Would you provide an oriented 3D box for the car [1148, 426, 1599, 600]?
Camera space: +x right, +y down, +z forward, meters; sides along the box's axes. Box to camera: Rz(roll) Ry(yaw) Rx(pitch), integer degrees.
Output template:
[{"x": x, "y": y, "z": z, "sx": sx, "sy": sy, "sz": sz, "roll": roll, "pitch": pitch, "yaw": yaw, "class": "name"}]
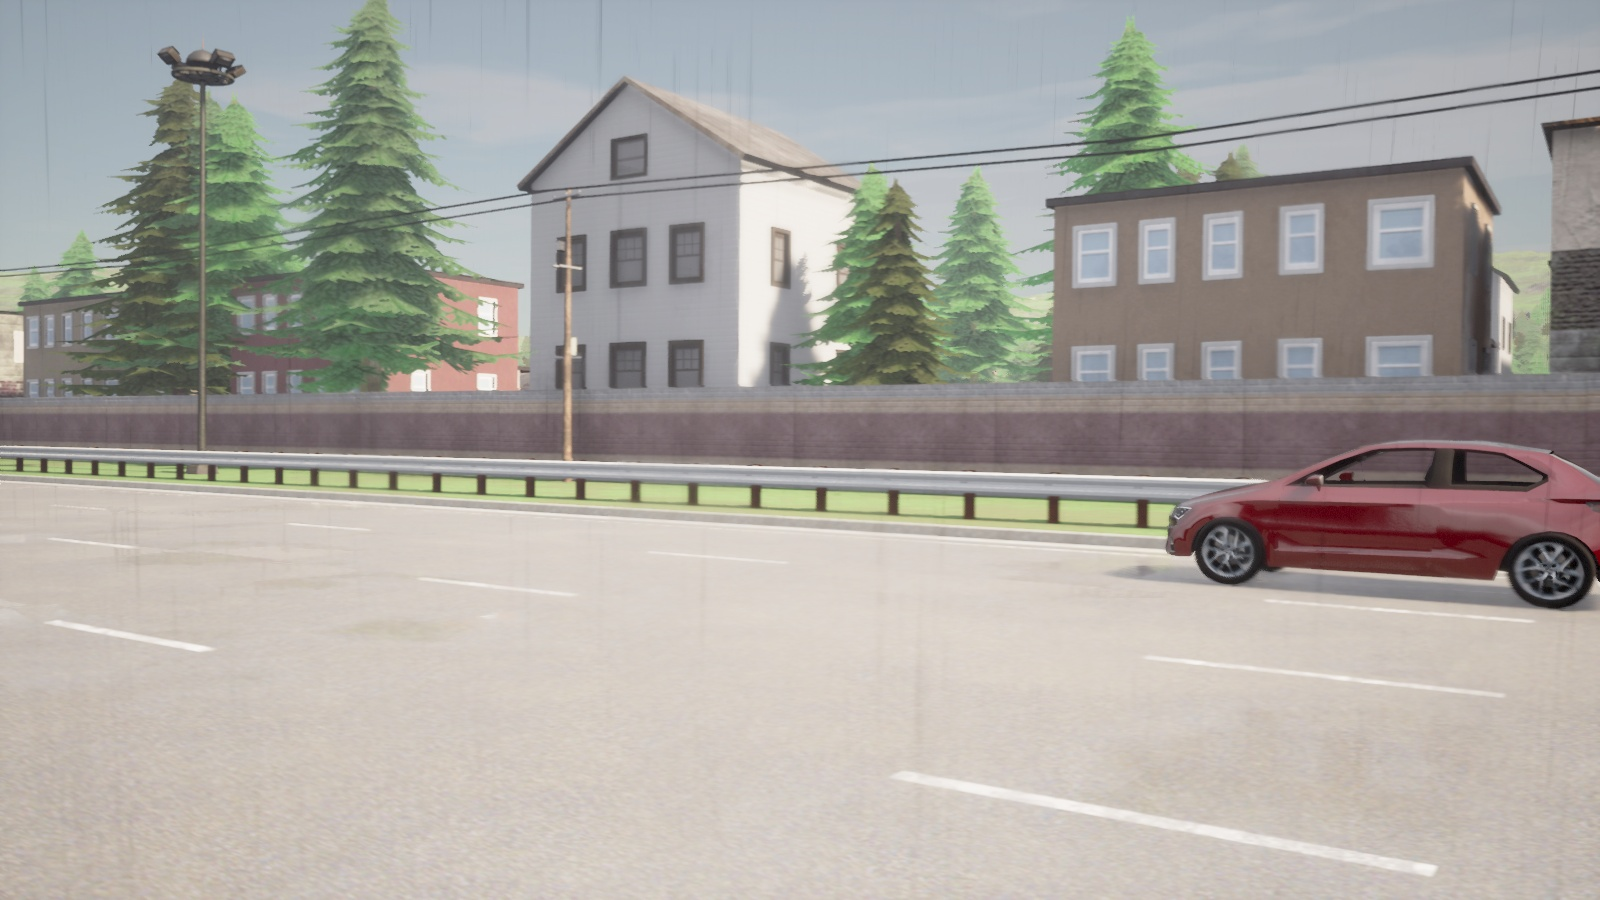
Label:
[{"x": 5.799, "y": 0.524, "z": 12.376, "sx": 4.193, "sy": 1.474, "sz": 1.816, "roll": 0, "pitch": 1, "yaw": 34, "class": "car"}]
